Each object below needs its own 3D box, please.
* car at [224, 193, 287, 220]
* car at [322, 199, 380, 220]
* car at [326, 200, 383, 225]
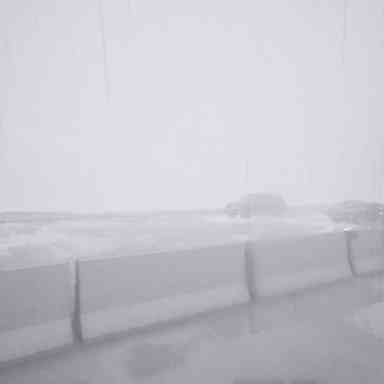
[{"bbox_3d":[5.331,1.123,27.578,5.566,2.045,2.150,0,0,-29],"label":"car"},{"bbox_3d":[13.432,1.419,27.982,4.892,1.490,1.837,0,0,-28],"label":"car"},{"bbox_3d":[11.793,1.435,23.130,4.892,1.490,1.837,0,0,-28],"label":"car"}]
